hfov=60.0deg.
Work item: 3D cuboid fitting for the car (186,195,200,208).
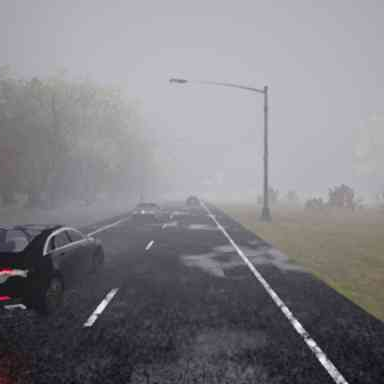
[{"bbox_3d":[0.125,1.309,45.437,1.882,1.535,5.008,0,0,0],"label":"car"}]

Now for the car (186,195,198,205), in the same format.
[{"bbox_3d":[0.030,1.301,55.190,1.837,1.490,4.892,0,0,0],"label":"car"}]

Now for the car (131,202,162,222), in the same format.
[{"bbox_3d":[-3.386,1.452,25.563,2.033,1.411,5.357,0,0,0],"label":"car"}]

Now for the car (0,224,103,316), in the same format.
[{"bbox_3d":[-3.397,1.463,7.421,2.128,1.511,4.902,0,0,0],"label":"car"}]
